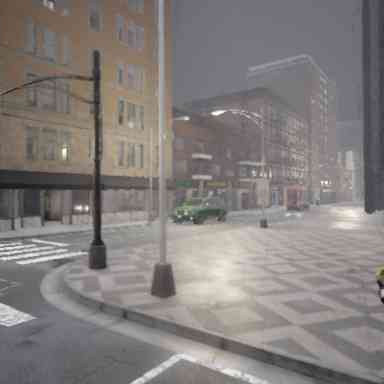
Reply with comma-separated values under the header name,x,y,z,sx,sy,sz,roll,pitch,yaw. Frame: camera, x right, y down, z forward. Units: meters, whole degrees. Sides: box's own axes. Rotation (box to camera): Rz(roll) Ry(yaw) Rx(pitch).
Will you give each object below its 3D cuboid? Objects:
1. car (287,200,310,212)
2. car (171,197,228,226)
name,x,y,z,sx,sy,sz,roll,pitch,yaw
car,14.367,1.883,44.840,1.882,1.535,5.008,-1,-1,36
car,0.716,1.438,26.043,2.150,2.045,5.566,-1,-1,36
